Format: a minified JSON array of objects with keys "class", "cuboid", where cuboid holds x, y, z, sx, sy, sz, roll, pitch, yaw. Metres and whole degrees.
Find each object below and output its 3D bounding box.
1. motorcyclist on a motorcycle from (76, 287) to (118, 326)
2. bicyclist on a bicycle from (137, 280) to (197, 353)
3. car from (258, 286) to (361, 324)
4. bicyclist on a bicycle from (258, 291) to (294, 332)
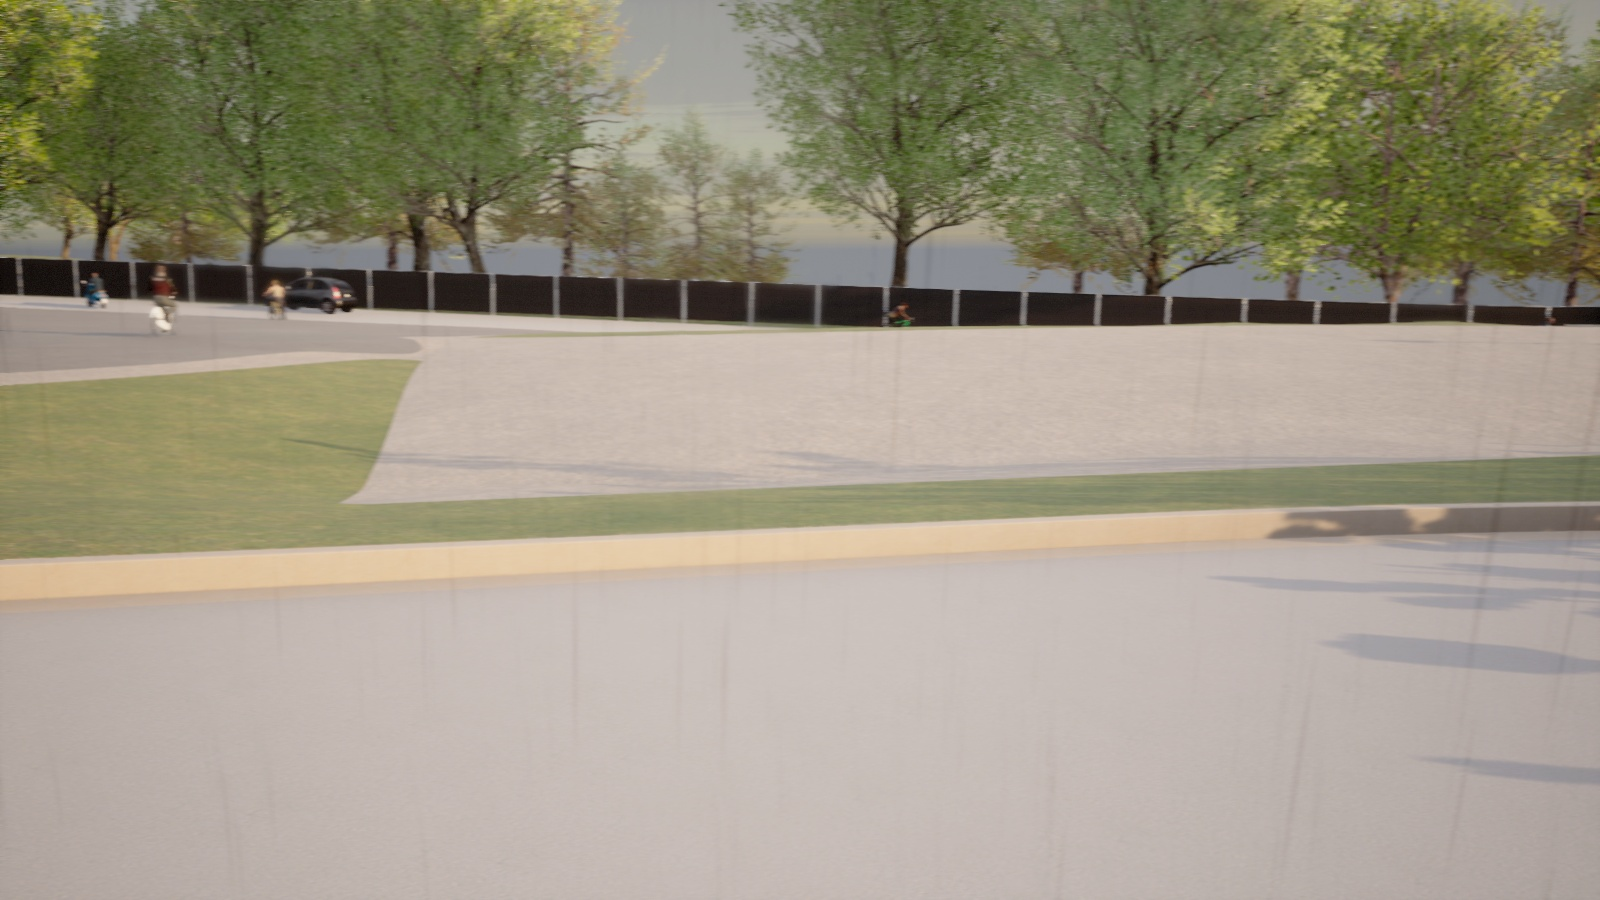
[{"class":"motorcyclist on a motorcycle","cuboid":[-31.561,-6.454,56.382,1.817,1.590,0.866,8,13,38]},{"class":"bicyclist on a bicycle","cuboid":[-15.853,-3.371,31.506,0.659,1.776,1.843,-1,7,-7]},{"class":"car","cuboid":[-22.683,-6.722,58.118,3.988,1.617,1.851,2,10,10]},{"class":"bicyclist on a bicycle","cuboid":[-21.318,-5.625,51.116,0.866,1.612,1.509,-5,8,-40]}]
